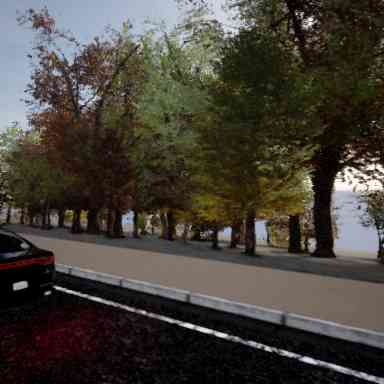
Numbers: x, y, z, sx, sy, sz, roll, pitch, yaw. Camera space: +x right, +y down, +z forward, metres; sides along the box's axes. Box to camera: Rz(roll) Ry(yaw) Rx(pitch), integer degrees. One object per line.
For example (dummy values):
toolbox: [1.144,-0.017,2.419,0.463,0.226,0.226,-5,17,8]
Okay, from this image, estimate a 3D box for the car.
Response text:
car: [-5.017,1.485,7.255,5.008,1.535,1.882,0,0,35]
